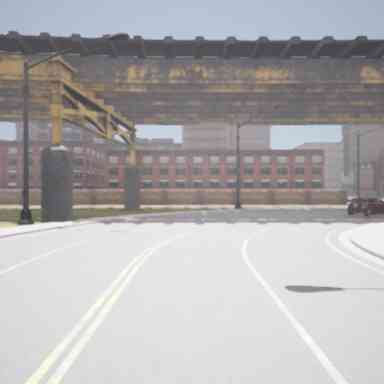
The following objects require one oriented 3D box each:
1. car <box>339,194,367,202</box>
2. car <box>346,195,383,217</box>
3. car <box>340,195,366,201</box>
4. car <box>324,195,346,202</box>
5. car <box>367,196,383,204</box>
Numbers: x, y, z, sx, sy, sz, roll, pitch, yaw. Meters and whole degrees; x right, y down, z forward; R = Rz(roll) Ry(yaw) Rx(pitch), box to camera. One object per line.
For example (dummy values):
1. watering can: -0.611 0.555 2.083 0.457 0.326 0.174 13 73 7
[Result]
1. car: 33.867 1.321 70.088 2.038 1.542 4.974 0 0 -34
2. car: 16.653 1.294 30.698 4.553 1.767 2.097 0 0 -22
3. car: 33.896 1.163 70.045 1.853 1.218 4.536 0 0 -34
4. car: 29.858 1.322 69.350 4.974 1.542 2.038 0 0 -39
5. car: 29.357 1.200 50.537 1.853 1.218 4.536 0 0 -29
